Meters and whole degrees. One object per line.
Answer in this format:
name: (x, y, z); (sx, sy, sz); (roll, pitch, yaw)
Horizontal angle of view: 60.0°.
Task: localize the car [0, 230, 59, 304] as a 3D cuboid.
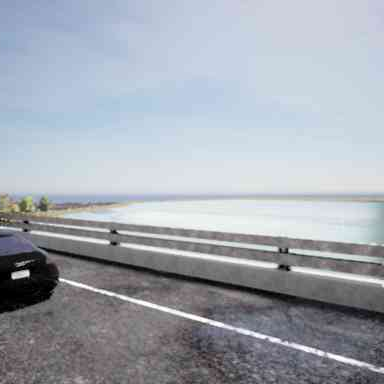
car: (-4.945, 1.576, 7.701); (4.181, 1.385, 1.994); (0, 0, 37)
